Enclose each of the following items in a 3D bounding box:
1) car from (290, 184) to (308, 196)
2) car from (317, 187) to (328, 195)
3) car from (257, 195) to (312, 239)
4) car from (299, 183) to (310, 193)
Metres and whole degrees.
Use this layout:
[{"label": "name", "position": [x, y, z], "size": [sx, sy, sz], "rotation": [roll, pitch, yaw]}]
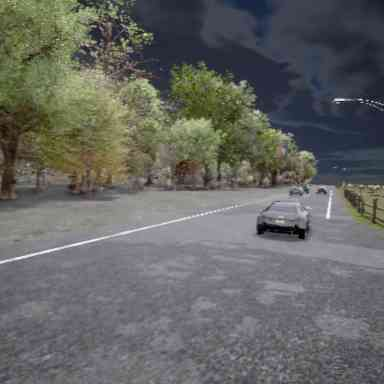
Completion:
[{"label": "car", "position": [17.011, -0.173, 53.944], "size": [2.128, 1.511, 4.902], "rotation": [4, 3, 23]}, {"label": "car", "position": [25.651, -0.296, 65.517], "size": [1.837, 1.490, 4.892], "rotation": [4, 3, 23]}, {"label": "car", "position": [4.208, 1.075, 14.752], "size": [1.994, 1.385, 4.181], "rotation": [4, 3, 23]}, {"label": "car", "position": [22.441, -0.779, 66.977], "size": [2.150, 2.045, 5.566], "rotation": [4, 3, 23]}]
